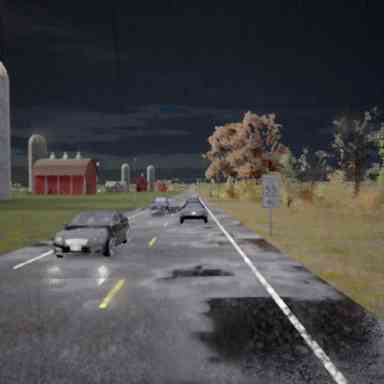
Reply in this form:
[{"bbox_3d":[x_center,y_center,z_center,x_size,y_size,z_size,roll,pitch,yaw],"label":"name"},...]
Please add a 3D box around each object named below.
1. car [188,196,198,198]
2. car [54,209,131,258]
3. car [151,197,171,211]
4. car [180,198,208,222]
[{"bbox_3d":[0.143,1.219,45.321,2.128,1.511,4.902,-1,0,0],"label":"car"},{"bbox_3d":[-3.594,1.455,12.728,2.128,1.511,4.902,-1,0,0],"label":"car"},{"bbox_3d":[-3.551,1.330,38.410,1.812,1.442,4.674,-1,0,0],"label":"car"},{"bbox_3d":[0.120,1.419,24.892,1.994,1.385,4.181,-1,0,0],"label":"car"}]
